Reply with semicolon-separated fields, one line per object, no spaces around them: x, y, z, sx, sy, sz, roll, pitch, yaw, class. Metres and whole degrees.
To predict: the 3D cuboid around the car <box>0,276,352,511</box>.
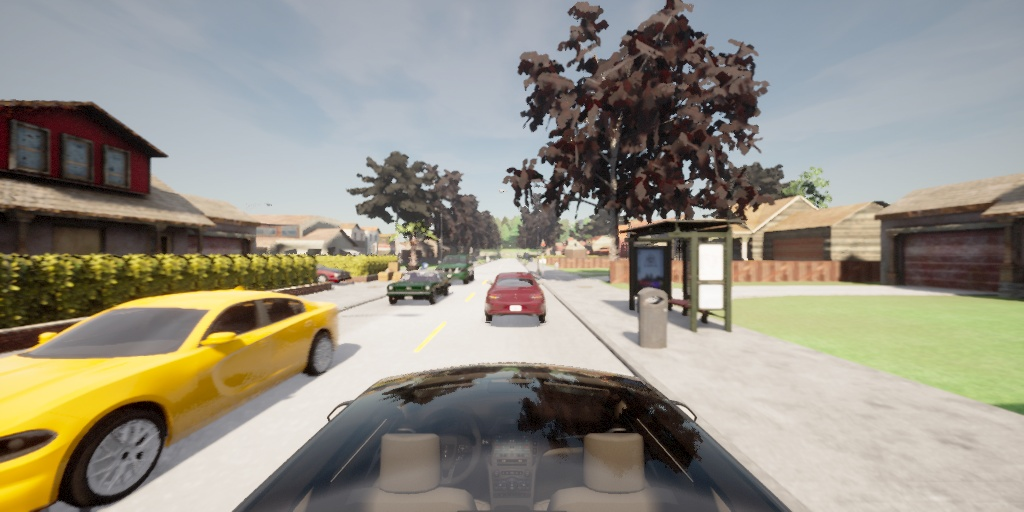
-4.099;1.220;4.571;1.882;1.535;5.008;0;0;0;car

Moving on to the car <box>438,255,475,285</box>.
-4.006;0.911;26.028;2.150;2.045;5.566;0;0;0;car

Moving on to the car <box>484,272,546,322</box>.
0.100;1.250;12.033;1.812;1.442;4.674;0;0;0;car

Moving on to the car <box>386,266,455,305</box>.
-3.997;1.315;16.091;1.895;1.301;4.718;0;0;0;car
